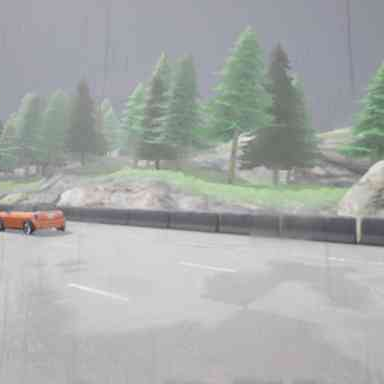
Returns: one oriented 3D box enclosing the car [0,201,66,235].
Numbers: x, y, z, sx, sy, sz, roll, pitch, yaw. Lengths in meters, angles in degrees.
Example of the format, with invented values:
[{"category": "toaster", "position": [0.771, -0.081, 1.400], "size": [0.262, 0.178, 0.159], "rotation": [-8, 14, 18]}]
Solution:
[{"category": "car", "position": [-9.391, 1.385, 19.280], "size": [4.553, 1.767, 2.097], "rotation": [0, 0, 35]}]
